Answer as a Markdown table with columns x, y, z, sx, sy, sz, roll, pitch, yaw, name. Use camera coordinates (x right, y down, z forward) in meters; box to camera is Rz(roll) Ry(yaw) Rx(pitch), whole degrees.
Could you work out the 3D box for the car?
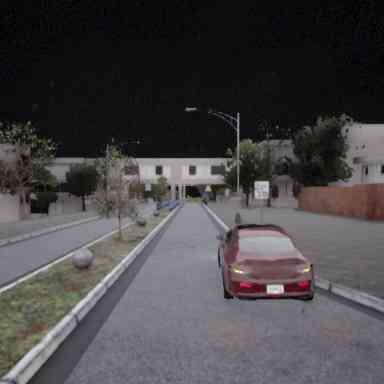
| x | y | z | sx | sy | sz | roll | pitch | yaw | name |
| --- | --- | --- | --- | --- | --- | --- | --- | --- | --- |
| 1.615 | 1.505 | 8.235 | 1.812 | 1.442 | 4.674 | -2 | 1 | 3 | car |
